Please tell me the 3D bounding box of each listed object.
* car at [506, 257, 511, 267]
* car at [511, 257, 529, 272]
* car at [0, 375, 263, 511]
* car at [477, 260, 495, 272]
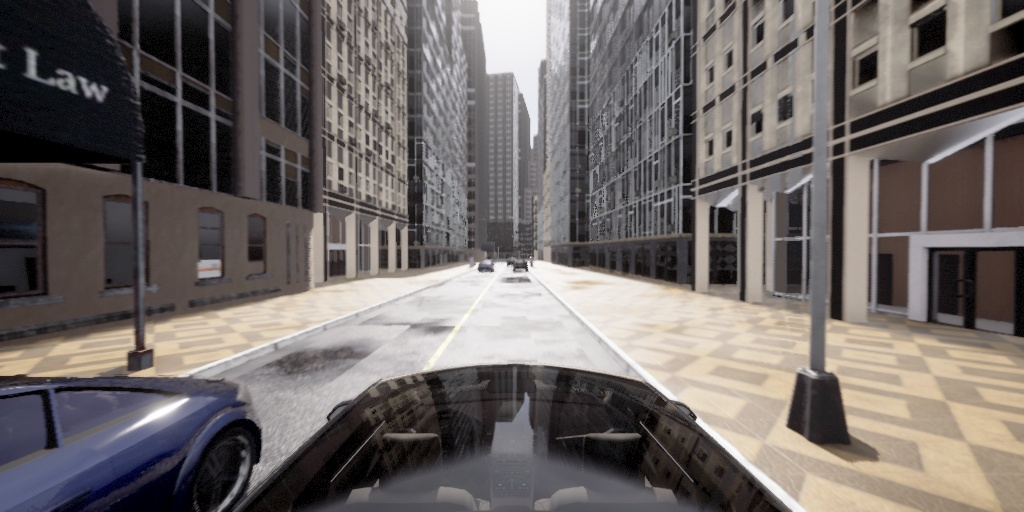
[{"bbox_3d":[0.017,1.115,62.792,1.837,1.490,4.892,0,0,0],"label":"car"},{"bbox_3d":[1.062,1.145,44.838,1.837,1.490,4.892,0,0,0],"label":"car"},{"bbox_3d":[-3.101,1.316,1.307,1.994,1.385,4.181,0,0,0],"label":"car"},{"bbox_3d":[-3.077,1.190,43.143,2.033,1.411,5.357,0,0,0],"label":"car"}]
